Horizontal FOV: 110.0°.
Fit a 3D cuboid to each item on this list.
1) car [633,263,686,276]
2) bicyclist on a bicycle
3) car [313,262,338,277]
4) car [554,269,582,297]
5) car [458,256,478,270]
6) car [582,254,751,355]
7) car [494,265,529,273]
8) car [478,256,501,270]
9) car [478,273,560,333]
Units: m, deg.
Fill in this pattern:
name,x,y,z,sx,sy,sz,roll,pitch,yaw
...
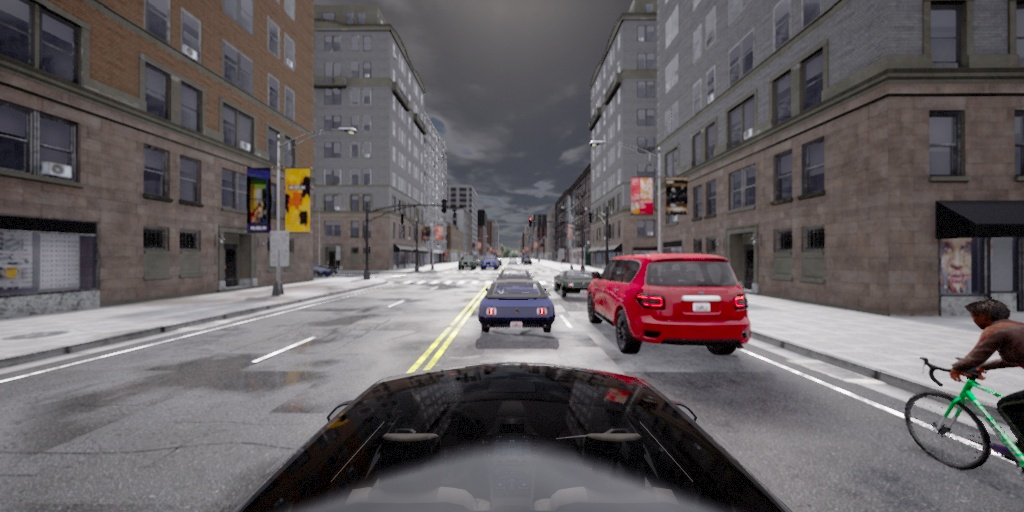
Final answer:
name,x,y,z,sx,sy,sz,roll,pitch,yaw
car,15.137,1.395,36.919,4.718,1.301,1.895,0,0,0
bicyclist on a bicycle,4.149,1.202,2.968,0.582,1.620,1.656,0,0,0
car,-19.624,1.268,34.184,5.357,1.411,2.033,0,0,0
car,3.286,1.347,18.617,1.895,1.301,4.718,0,0,0
car,-6.479,0.967,52.464,2.150,2.045,5.566,0,0,0
car,3.339,0.969,8.848,2.150,2.045,5.566,0,0,2
car,0.138,1.347,19.873,1.895,1.301,4.718,0,0,0
car,-3.204,0.967,52.169,2.150,2.045,5.566,0,0,2
car,0.119,1.348,10.768,1.895,1.301,4.718,0,0,0
